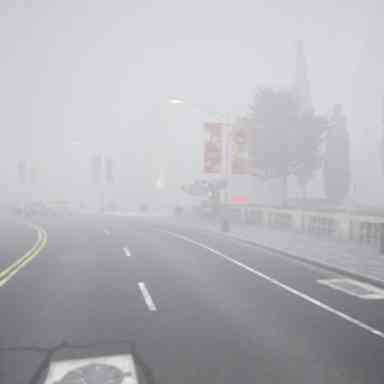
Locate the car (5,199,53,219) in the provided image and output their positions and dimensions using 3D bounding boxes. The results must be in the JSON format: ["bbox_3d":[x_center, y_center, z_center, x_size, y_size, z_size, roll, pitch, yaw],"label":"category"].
[{"bbox_3d":[-15.116,1.494,30.788,4.553,1.767,2.097,0,-1,44],"label":"car"}]

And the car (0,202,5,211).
[{"bbox_3d":[-23.488,1.590,37.113,4.892,1.490,1.837,1,-1,29],"label":"car"}]

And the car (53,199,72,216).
[{"bbox_3d":[-14.415,1.555,34.693,4.553,1.767,2.097,0,-1,43],"label":"car"}]

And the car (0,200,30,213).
[{"bbox_3d":[-21.785,1.713,40.058,4.181,1.385,1.994,1,-1,30],"label":"car"}]
